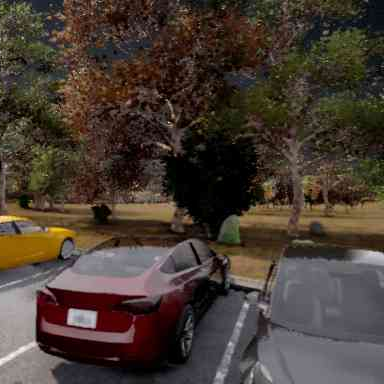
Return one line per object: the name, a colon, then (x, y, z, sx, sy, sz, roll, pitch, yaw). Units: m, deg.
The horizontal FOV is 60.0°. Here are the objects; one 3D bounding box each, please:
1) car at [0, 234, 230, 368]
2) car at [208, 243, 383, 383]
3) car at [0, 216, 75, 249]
car: (-0.580, 1.490, 5.979, 2.163, 1.488, 4.792, 0, -1, 16)
car: (1.811, 1.510, 4.176, 2.163, 1.488, 4.792, 1, 0, 16)
car: (-5.362, 1.417, 9.454, 2.097, 1.535, 5.008, 0, 0, 17)
